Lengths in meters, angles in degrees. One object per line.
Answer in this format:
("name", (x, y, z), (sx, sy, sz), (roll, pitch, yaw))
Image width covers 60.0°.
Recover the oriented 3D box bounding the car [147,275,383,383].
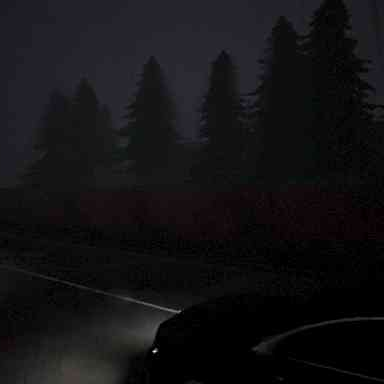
("car", (1.778, 1.504, 2.722), (4.892, 1.490, 1.837), (0, 0, 35))
